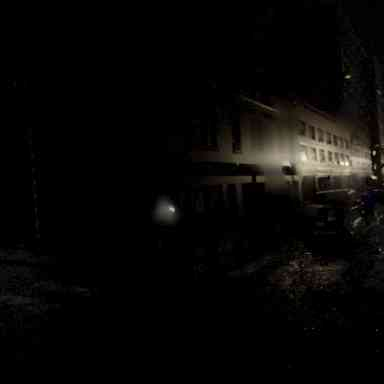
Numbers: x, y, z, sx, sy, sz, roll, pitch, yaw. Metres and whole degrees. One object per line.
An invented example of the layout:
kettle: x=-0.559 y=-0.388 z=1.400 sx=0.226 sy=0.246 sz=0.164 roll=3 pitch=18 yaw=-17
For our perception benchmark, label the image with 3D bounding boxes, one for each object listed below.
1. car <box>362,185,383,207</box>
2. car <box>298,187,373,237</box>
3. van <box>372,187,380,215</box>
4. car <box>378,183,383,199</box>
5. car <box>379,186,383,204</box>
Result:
car: x=16.034 y=0.260 z=28.518 sx=1.967 sy=1.590 sz=4.097 roll=-4 pitch=0 yaw=36
car: x=6.453 y=0.843 z=15.093 sx=2.192 sy=1.841 sz=5.009 roll=-4 pitch=0 yaw=36
van: x=9.645 y=0.633 z=19.568 sx=1.690 sy=1.788 sz=3.998 roll=-4 pitch=0 yaw=36
car: x=22.416 y=-0.212 z=37.469 sx=1.967 sy=1.590 sz=4.097 roll=-4 pitch=0 yaw=36
car: x=12.249 y=0.343 z=18.639 sx=2.150 sy=2.045 sz=5.566 roll=-4 pitch=0 yaw=36
